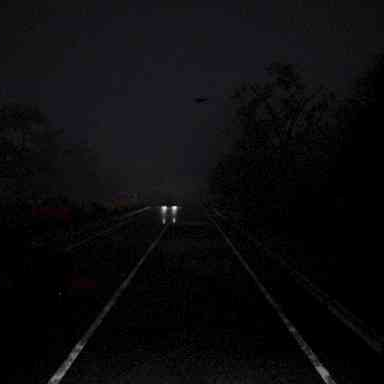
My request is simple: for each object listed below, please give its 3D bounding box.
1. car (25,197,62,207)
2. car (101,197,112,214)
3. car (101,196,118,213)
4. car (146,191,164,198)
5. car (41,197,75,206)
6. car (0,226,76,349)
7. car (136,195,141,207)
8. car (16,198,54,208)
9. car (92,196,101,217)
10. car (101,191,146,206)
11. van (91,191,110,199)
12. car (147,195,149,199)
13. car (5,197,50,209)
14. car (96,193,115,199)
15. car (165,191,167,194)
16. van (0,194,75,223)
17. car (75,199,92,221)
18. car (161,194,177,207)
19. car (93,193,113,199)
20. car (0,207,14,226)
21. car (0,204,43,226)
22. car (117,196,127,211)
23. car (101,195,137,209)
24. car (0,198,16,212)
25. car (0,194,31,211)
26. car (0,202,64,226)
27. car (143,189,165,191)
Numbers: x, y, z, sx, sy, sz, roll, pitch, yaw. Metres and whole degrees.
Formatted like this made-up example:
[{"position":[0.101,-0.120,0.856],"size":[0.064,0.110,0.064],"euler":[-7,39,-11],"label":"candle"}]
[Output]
[{"position":[-23.224,1.600,52.245],"size":[4.792,1.488,2.163],"euler":[0,0,0],"label":"car"},{"position":[-10.217,1.445,30.013],"size":[4.892,1.521,2.231],"euler":[0,0,0],"label":"car"},{"position":[-10.402,1.448,32.781],"size":[5.366,1.575,1.946],"euler":[0,0,0],"label":"car"},{"position":[-10.337,1.033,84.801],"size":[4.792,1.488,2.163],"euler":[0,0,0],"label":"car"},{"position":[-23.237,1.606,57.663],"size":[5.008,1.535,2.097],"euler":[0,0,0],"label":"car"},{"position":[-3.347,1.532,4.688],"size":[2.033,1.411,5.357],"euler":[0,0,0],"label":"car"},{"position":[-10.372,1.532,46.659],"size":[5.366,1.575,1.946],"euler":[0,0,0],"label":"car"},{"position":[-23.257,1.592,49.475],"size":[4.674,1.452,2.002],"euler":[0,0,0],"label":"car"},{"position":[-10.260,1.318,27.233],"size":[4.553,1.767,2.185],"euler":[0,0,0],"label":"car"},{"position":[-10.209,1.302,49.436],"size":[5.566,2.045,2.435],"euler":[0,0,0],"label":"car"},{"position":[-23.320,0.777,84.757],"size":[4.442,1.987,1.878],"euler":[1,0,0],"label":"van"},{"position":[-10.139,1.620,54.986],"size":[4.792,1.488,2.163],"euler":[0,0,0],"label":"car"},{"position":[-23.080,1.530,46.705],"size":[5.366,1.575,1.946],"euler":[0,0,0],"label":"car"},{"position":[-23.433,1.037,90.216],"size":[4.674,1.452,2.002],"euler":[0,0,0],"label":"car"},{"position":[-10.336,0.989,93.150],"size":[5.008,1.535,2.097],"euler":[0,0,0],"label":"car"},{"position":[-10.357,1.227,21.683],"size":[4.442,1.987,1.878],"euler":[0,0,0],"label":"van"},{"position":[-10.264,1.476,24.460],"size":[4.792,1.488,2.163],"euler":[0,0,0],"label":"car"},{"position":[-3.356,1.504,52.304],"size":[1.837,1.490,4.892],"euler":[0,-1,0],"label":"car"},{"position":[-23.441,1.039,87.431],"size":[4.674,1.452,2.002],"euler":[0,0,0],"label":"car"},{"position":[-10.230,1.499,13.355],"size":[4.792,1.488,2.163],"euler":[0,0,0],"label":"car"},{"position":[-10.224,1.493,16.131],"size":[4.792,1.488,2.163],"euler":[0,0,0],"label":"car"},{"position":[-10.025,1.460,35.433],"size":[5.366,1.575,1.946],"euler":[0,0,0],"label":"car"},{"position":[-10.013,1.495,41.106],"size":[5.366,1.575,1.946],"euler":[0,0,0],"label":"car"},{"position":[-23.256,1.508,38.397],"size":[4.792,1.488,2.163],"euler":[0,0,0],"label":"car"},{"position":[-23.307,1.245,41.168],"size":[5.566,2.045,2.435],"euler":[0,0,0],"label":"car"},{"position":[-10.218,1.488,18.907],"size":[4.792,1.488,2.163],"euler":[0,0,0],"label":"car"},{"position":[-10.381,0.873,90.370],"size":[4.553,1.767,2.185],"euler":[0,0,0],"label":"car"}]
